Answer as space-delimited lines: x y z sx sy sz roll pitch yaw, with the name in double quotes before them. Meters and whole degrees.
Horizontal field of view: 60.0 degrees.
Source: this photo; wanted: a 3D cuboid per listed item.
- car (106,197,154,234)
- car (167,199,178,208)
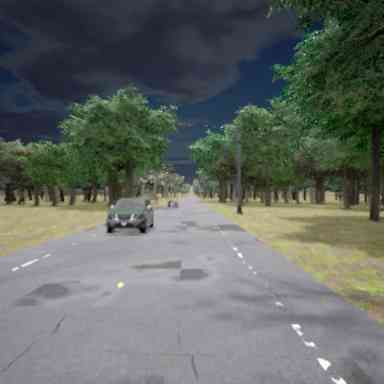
"car" -3.586 1.343 20.287 2.150 2.045 5.566 0 -1 0
"car" -3.492 2.074 60.980 2.128 1.511 4.902 0 -1 1
